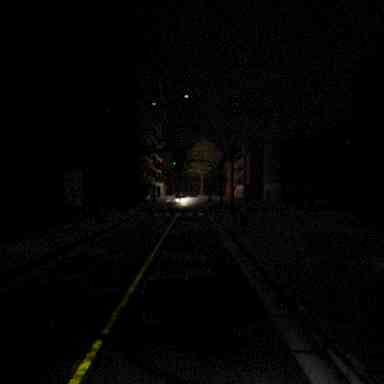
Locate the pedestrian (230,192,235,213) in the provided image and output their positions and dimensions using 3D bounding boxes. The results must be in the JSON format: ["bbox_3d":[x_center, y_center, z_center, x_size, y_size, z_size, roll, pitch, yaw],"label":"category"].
[{"bbox_3d":[3.535,0.932,29.279,0.375,1.860,0.375,0,0,0],"label":"pedestrian"}]

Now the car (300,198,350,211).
[{"bbox_3d":[13.919,1.346,34.848,4.829,1.417,1.752,0,0,0],"label":"car"}]

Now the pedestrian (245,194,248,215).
[{"bbox_3d":[4.533,1.090,28.078,0.375,1.860,0.375,0,0,0],"label":"pedestrian"}]

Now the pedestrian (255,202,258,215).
[{"bbox_3d":[5.534,1.452,28.678,0.500,1.100,0.500,0,0,0],"label":"pedestrian"}]

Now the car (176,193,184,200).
[{"bbox_3d":[-2.686,0.939,75.152,2.128,1.511,4.902,0,0,0],"label":"car"}]
